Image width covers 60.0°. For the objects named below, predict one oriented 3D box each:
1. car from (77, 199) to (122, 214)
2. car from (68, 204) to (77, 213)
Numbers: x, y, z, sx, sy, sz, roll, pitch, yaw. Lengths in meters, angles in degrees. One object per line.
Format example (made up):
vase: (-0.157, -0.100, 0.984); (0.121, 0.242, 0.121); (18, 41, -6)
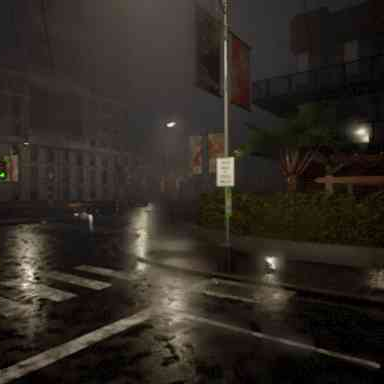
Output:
car: (-10.212, 1.695, 38.105); (1.837, 1.490, 4.892); (0, 0, 36)
car: (-12.708, 1.690, 40.649); (1.882, 1.535, 5.008); (0, 0, 35)
